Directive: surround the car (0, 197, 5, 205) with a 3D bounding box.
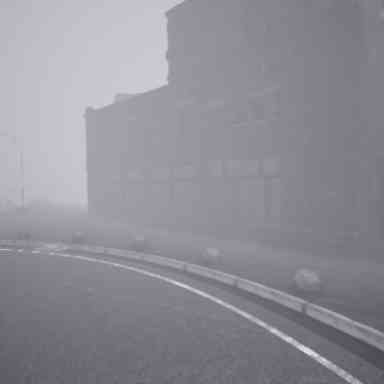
[{"bbox_3d":[-38.757,1.809,63.265,5.366,1.575,1.946,-1,-1,-15],"label":"car"}]

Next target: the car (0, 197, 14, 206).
[{"bbox_3d":[-29.659,1.532,52.726,1.812,1.442,4.674,-1,0,-14],"label":"car"}]

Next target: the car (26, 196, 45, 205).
[{"bbox_3d":[-27.856,1.558,58.735,1.994,1.385,4.181,-1,-1,-15],"label":"car"}]

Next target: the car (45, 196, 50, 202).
[{"bbox_3d":[-30.429,1.632,68.415,2.128,1.511,4.902,-1,-1,-15],"label":"car"}]
